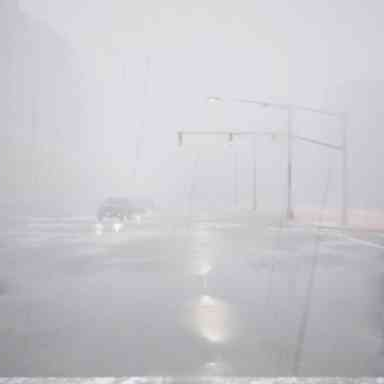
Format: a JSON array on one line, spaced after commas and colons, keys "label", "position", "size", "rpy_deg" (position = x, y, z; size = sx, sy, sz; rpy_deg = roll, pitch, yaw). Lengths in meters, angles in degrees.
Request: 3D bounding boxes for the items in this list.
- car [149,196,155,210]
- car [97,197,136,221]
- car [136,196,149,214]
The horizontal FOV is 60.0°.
[{"label": "car", "position": [-6.898, 1.652, 50.868], "size": [2.150, 2.045, 5.566], "rpy_deg": [0, 0, 0]}, {"label": "car", "position": [-6.974, 1.482, 30.401], "size": [2.150, 2.045, 5.566], "rpy_deg": [0, 0, 0]}, {"label": "car", "position": [-6.940, 1.697, 40.417], "size": [2.097, 1.767, 4.553], "rpy_deg": [0, 0, 0]}]
